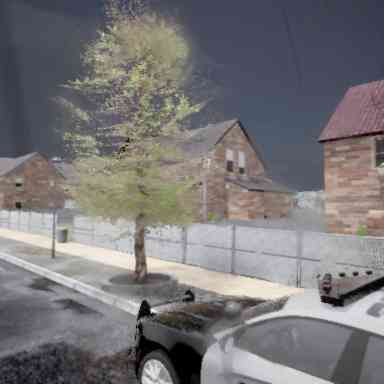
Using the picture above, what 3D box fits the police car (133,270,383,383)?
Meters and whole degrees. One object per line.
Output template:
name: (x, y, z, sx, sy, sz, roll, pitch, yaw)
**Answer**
police car: (1.349, 1.594, 3.090, 1.930, 1.638, 5.238, 3, -3, -45)
